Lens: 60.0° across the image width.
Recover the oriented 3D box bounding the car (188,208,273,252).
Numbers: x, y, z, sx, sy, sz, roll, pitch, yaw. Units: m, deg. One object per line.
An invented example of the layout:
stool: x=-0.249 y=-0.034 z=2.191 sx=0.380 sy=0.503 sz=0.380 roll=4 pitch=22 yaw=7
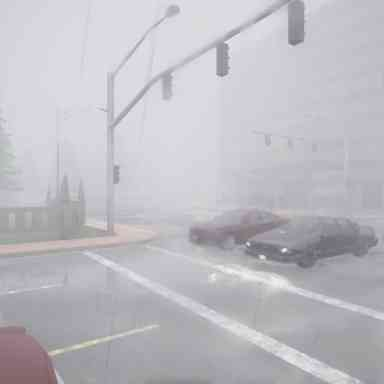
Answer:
car: x=2.154 y=1.466 z=14.114 sx=5.008 sy=1.535 sz=1.882 roll=0 pitch=0 yaw=-35

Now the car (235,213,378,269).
car: x=4.229 y=1.526 z=11.297 sx=5.357 sy=1.411 sz=2.033 roll=0 pitch=0 yaw=-35

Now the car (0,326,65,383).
car: x=-3.061 y=1.601 z=1.596 sx=4.718 sy=1.301 sz=1.895 roll=0 pitch=0 yaw=-35
